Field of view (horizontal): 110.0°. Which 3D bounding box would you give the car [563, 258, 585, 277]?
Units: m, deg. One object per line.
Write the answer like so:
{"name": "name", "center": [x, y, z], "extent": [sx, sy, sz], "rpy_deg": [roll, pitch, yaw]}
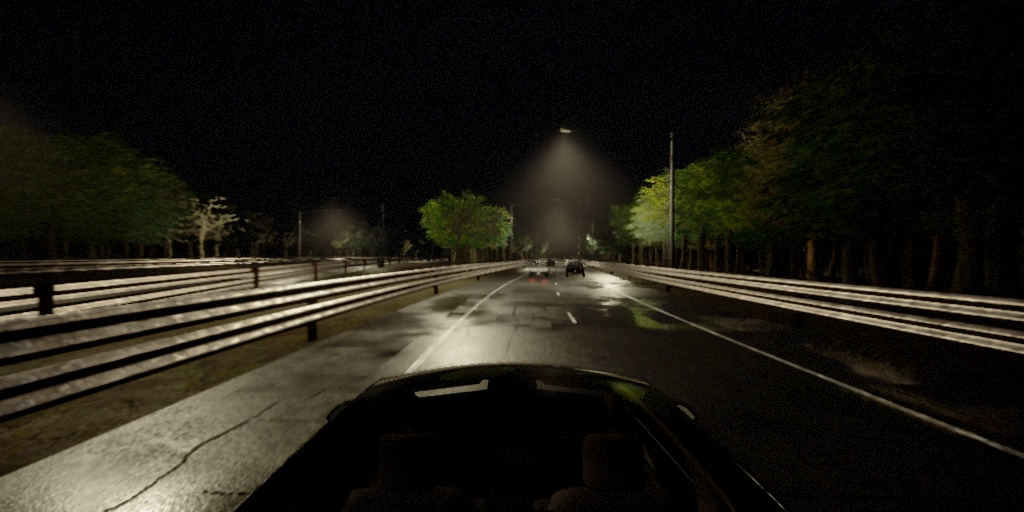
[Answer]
{"name": "car", "center": [6.508, 1.294, 37.294], "extent": [1.882, 1.535, 5.008], "rpy_deg": [0, 0, 8]}

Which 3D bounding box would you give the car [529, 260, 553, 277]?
{"name": "car", "center": [2.829, 1.387, 36.338], "extent": [1.895, 1.301, 4.718], "rpy_deg": [0, 0, 8]}
